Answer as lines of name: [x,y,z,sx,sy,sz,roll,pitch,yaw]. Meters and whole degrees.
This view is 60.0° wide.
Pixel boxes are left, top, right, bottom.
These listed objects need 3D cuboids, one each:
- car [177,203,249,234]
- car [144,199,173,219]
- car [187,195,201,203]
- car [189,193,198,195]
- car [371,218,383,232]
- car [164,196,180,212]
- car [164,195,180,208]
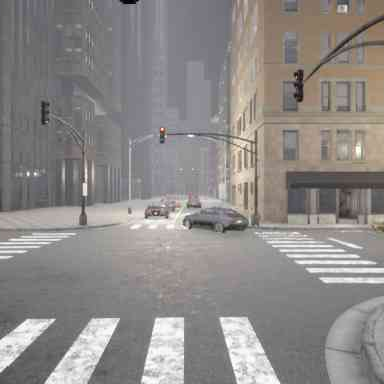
car: [1.324,1.570,19.476,1.994,1.385,4.181,0,0,-39]
car: [-2.986,1.574,29.427,1.994,1.385,4.181,0,0,0]
car: [0.278,1.581,48.560,1.994,1.385,4.181,0,0,0]
car: [0.345,1.203,70.258,2.150,2.045,5.566,0,0,0]
car: [12.181,1.519,17.735,4.829,1.417,1.752,0,0,-1]
car: [-2.943,1.506,39.282,2.128,1.511,4.902,0,0,0]
car: [-2.900,1.369,49.180,2.097,1.767,4.553,0,0,0]
